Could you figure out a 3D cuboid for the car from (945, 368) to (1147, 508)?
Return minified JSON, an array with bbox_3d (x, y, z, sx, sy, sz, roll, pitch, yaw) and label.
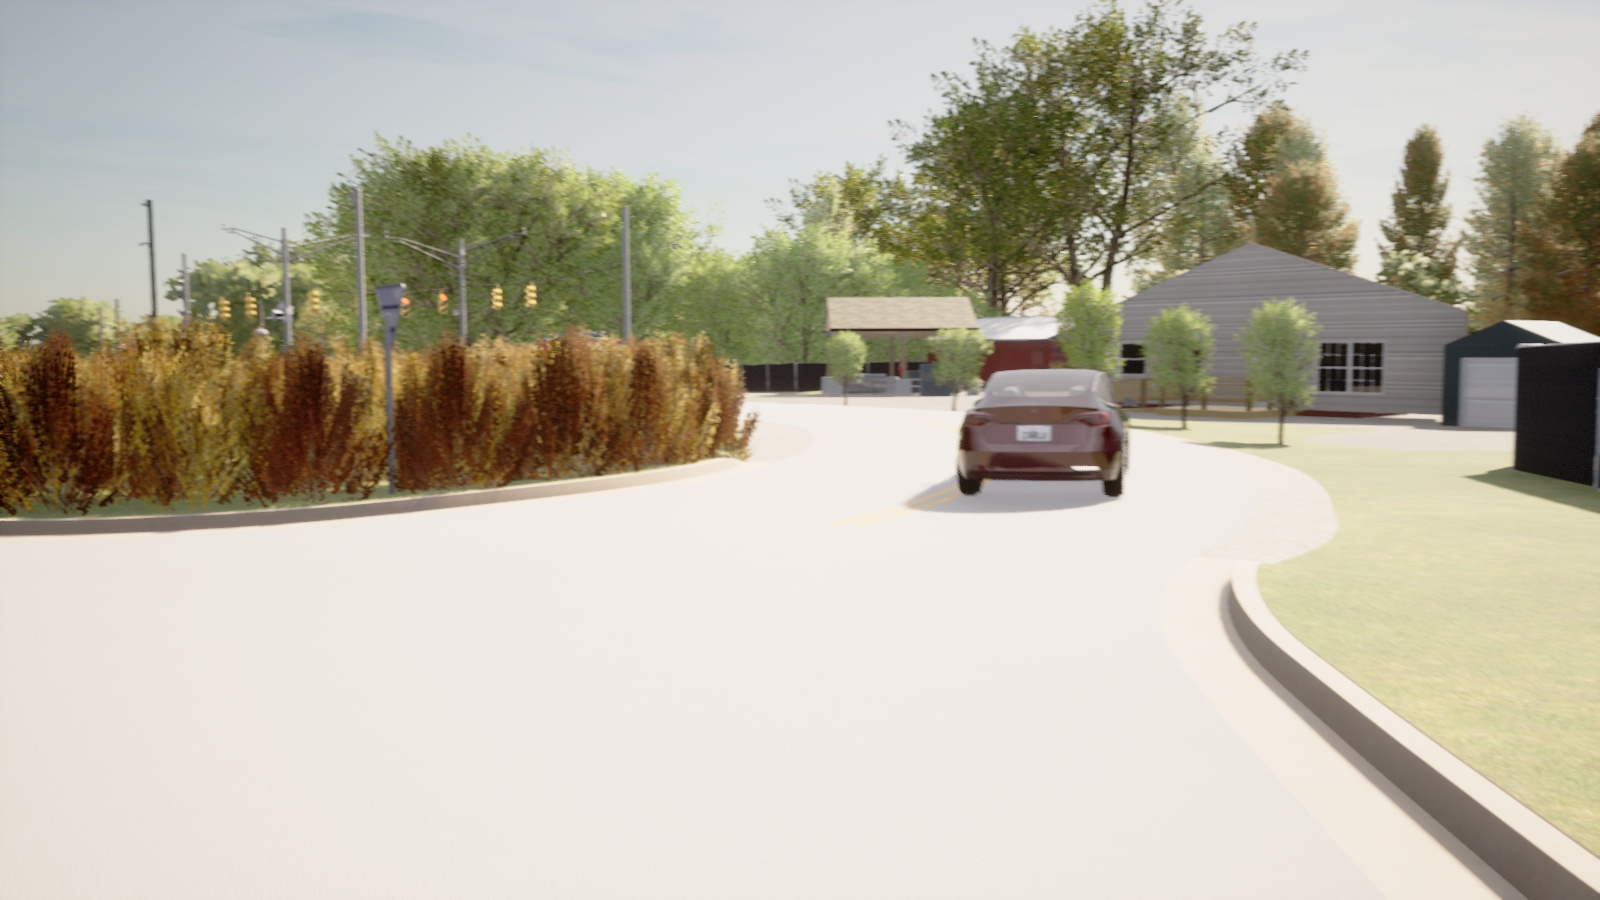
[{"bbox_3d":[3.322,-0.286,16.128,2.163,1.488,4.792,0,4,16],"label":"car"}]
